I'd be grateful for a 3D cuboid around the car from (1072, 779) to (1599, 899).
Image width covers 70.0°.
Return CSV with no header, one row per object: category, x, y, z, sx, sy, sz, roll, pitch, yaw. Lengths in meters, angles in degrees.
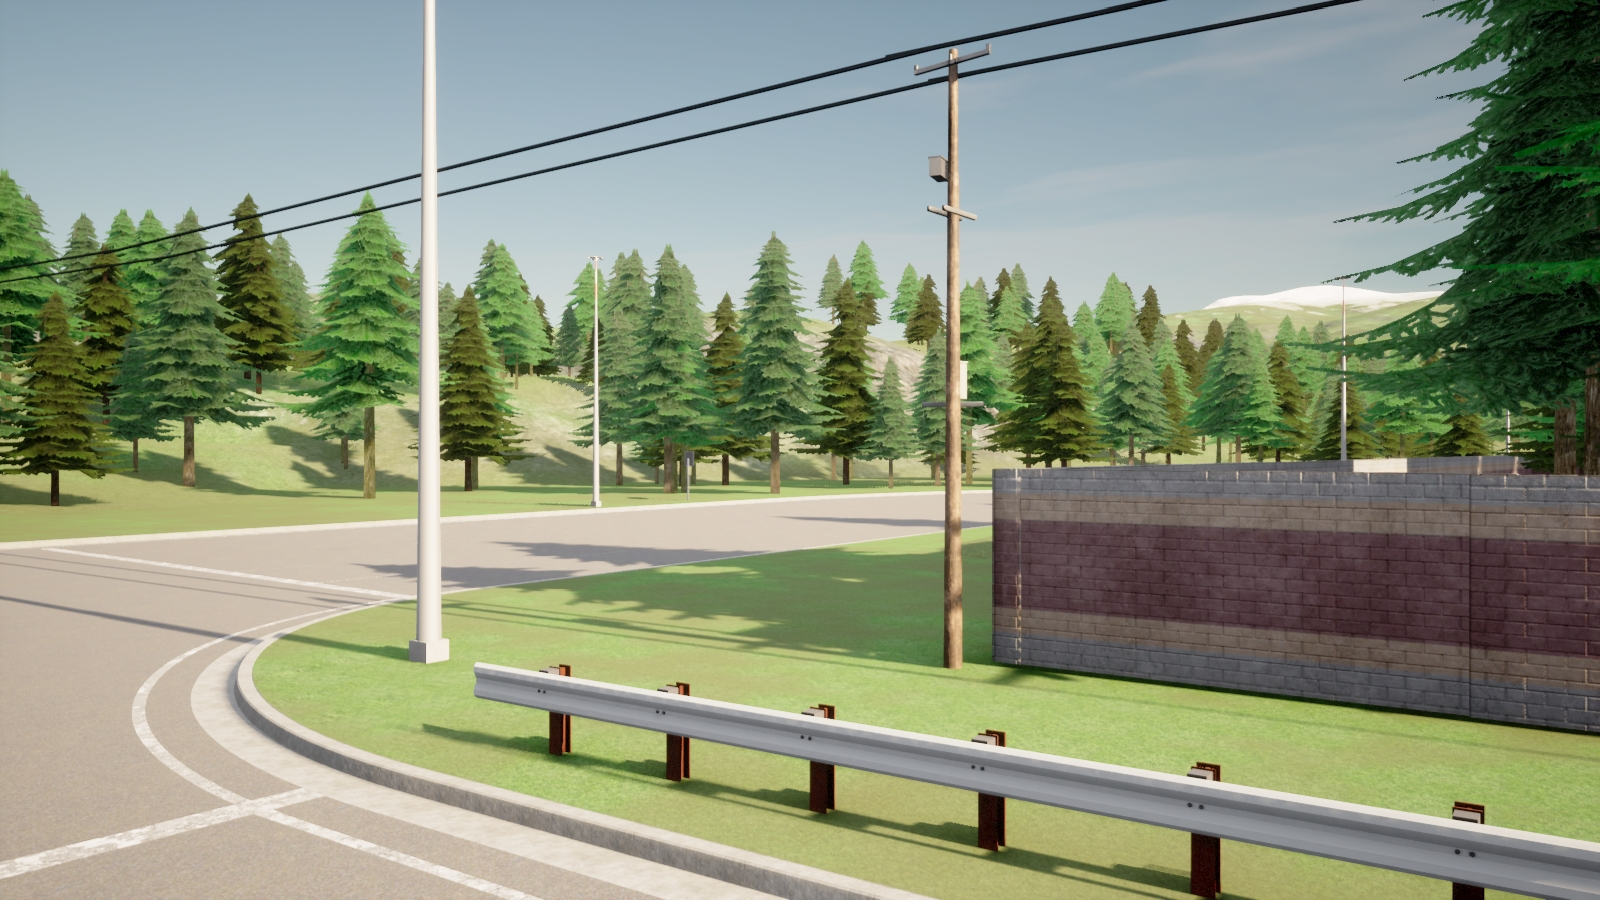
car,3.010,1.982,1.682,5.238,1.638,2.097,0,0,35
